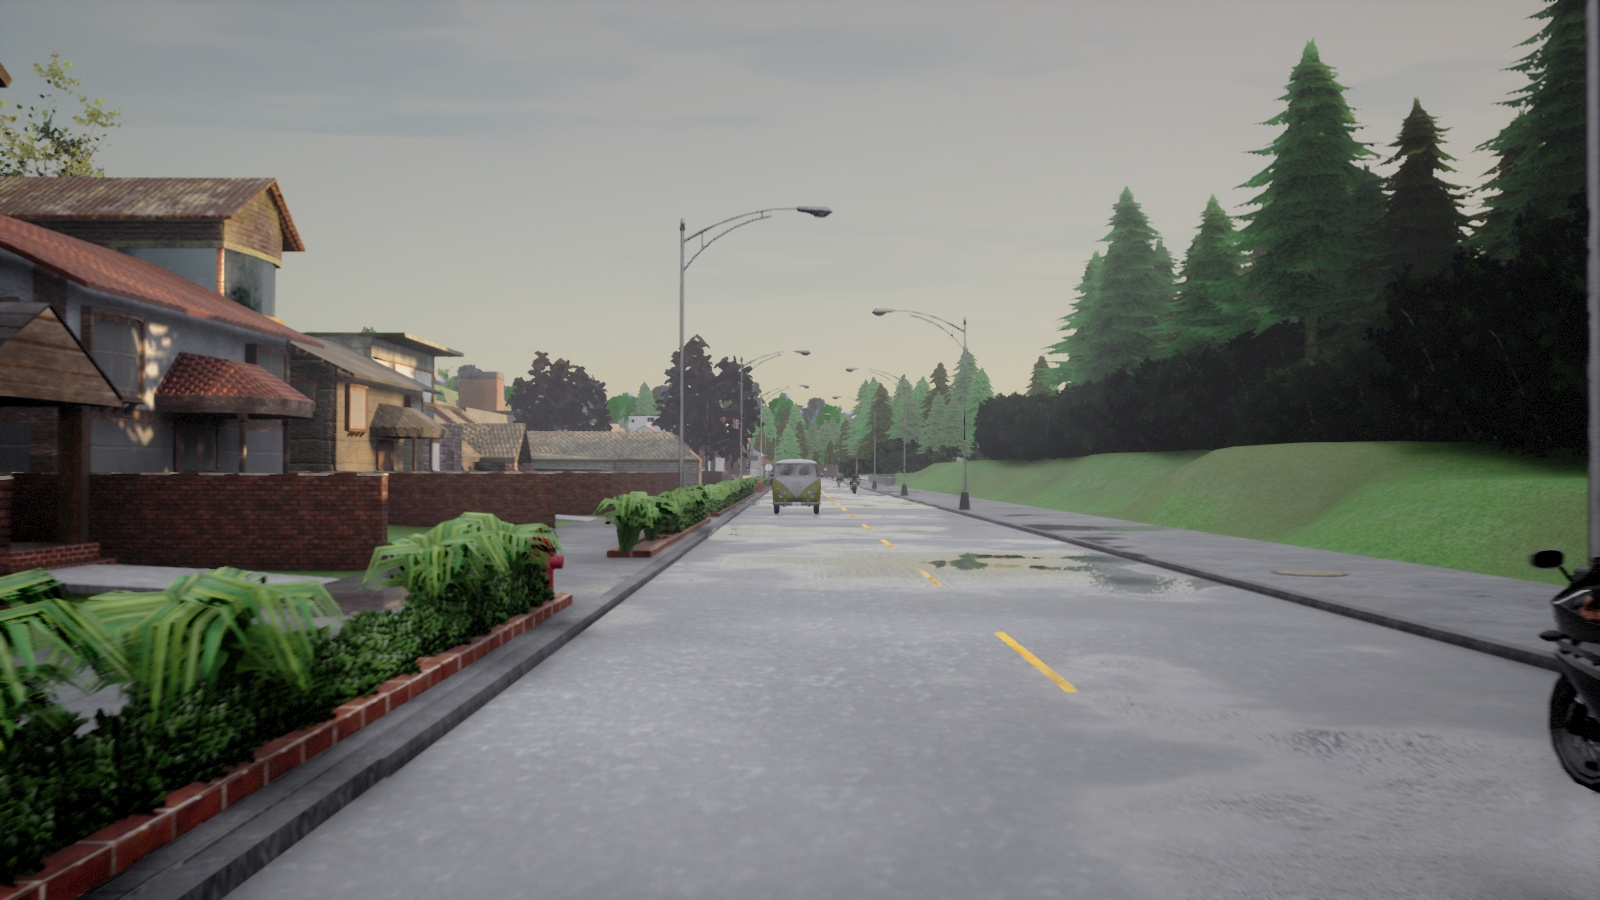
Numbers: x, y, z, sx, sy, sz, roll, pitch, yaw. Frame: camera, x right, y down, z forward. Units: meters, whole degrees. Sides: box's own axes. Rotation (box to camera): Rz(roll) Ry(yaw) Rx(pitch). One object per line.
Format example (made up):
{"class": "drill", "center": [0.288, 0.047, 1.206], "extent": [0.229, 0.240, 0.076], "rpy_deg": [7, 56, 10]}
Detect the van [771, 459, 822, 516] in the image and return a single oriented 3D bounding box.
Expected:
{"class": "van", "center": [-0.113, 1.341, 46.180], "extent": [1.775, 1.987, 4.442], "rpy_deg": [0, -1, 0]}

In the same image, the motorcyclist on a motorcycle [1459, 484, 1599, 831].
{"class": "motorcyclist on a motorcycle", "center": [3.990, 0.928, 5.651], "extent": [0.866, 1.530, 2.191], "rpy_deg": [0, -1, 0]}
